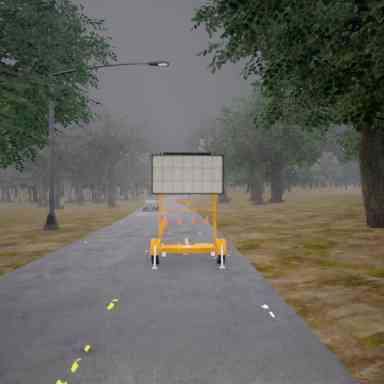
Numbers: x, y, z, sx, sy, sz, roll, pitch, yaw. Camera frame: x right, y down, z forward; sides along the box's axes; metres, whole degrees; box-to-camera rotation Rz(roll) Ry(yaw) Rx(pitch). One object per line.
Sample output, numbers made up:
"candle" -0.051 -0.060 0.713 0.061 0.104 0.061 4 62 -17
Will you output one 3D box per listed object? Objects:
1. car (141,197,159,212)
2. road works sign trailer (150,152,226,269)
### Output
"car" -4.902 1.616 39.690 1.812 1.442 4.674 0 0 -5
"road works sign trailer" -0.152 0.477 11.214 2.380 3.560 2.880 0 0 -2
